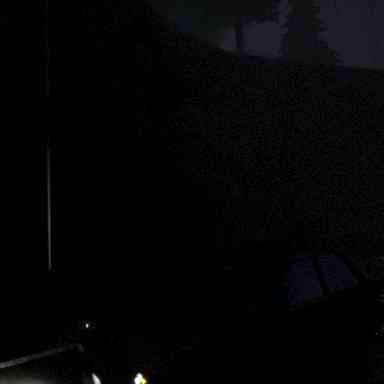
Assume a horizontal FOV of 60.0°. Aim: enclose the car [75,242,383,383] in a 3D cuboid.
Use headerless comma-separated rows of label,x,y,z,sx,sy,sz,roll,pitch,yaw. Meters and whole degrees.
car,1.201,1.525,4.928,5.357,1.411,2.033,0,0,-35
